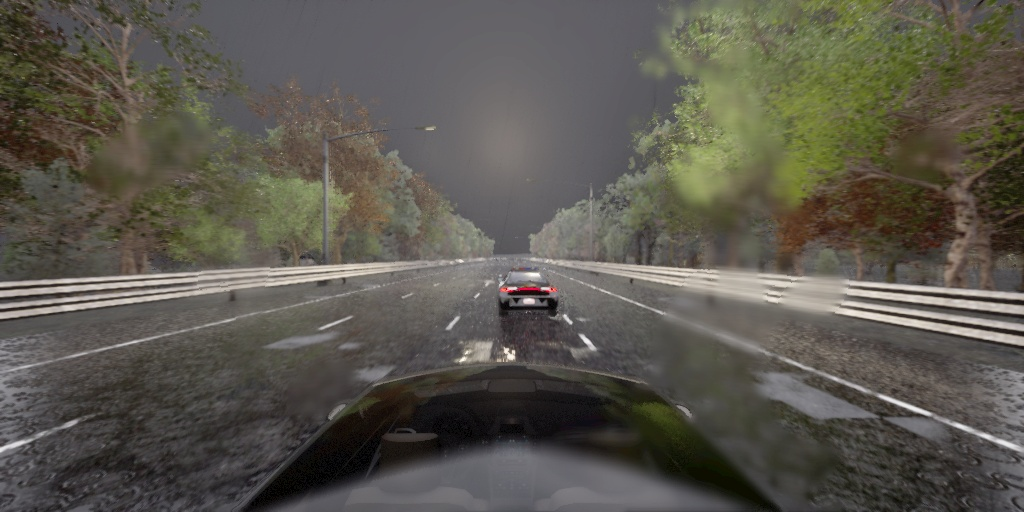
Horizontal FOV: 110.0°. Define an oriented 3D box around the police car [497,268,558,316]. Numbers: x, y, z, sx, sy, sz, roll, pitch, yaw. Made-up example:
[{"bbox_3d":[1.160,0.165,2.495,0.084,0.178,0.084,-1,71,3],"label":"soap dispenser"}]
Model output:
[{"bbox_3d":[0.445,1.224,13.567,2.038,1.542,4.974,0,0,-2],"label":"police car"}]
